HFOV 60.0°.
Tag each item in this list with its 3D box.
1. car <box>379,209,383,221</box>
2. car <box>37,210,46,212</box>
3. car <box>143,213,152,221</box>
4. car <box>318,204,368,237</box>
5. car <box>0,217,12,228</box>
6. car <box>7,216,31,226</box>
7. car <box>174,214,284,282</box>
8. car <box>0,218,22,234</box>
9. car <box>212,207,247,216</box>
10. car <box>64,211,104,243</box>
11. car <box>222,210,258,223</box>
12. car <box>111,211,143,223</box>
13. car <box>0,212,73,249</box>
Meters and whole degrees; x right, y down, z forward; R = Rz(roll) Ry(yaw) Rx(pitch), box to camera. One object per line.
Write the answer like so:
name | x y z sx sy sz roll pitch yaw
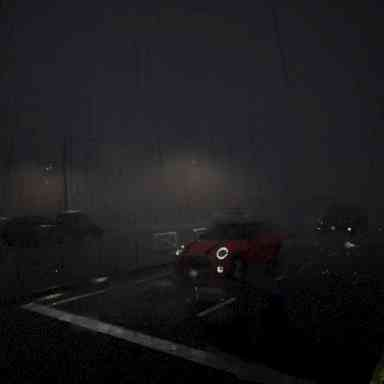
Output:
car | 22.782 2.420 37.932 1.882 1.535 5.008 -4 -3 39
car | -25.201 4.303 53.642 4.605 1.855 1.932 -4 -3 37
car | -8.059 3.861 51.161 3.905 1.438 1.784 -4 -3 37
car | 10.491 1.896 22.876 2.150 2.045 5.566 -4 -3 39
car | -28.546 4.458 49.174 3.806 1.475 1.970 -4 -3 37
car | -26.786 4.470 51.472 3.905 1.438 1.784 -4 -3 37
car | 1.416 1.826 11.528 2.097 1.767 4.553 -4 -3 38
car | -20.074 3.591 35.433 3.806 1.475 1.970 -4 -3 37
car | 4.033 2.710 38.296 3.866 1.878 1.905 -4 -3 37
car | -7.871 2.410 22.698 3.866 1.878 1.905 -4 -3 37
car | 5.809 2.992 40.577 3.806 1.475 1.970 -4 -3 37
car | -9.878 3.610 48.910 4.605 1.855 1.932 -4 -3 37
car | -9.674 2.366 20.434 4.605 1.855 1.932 -4 -3 37
